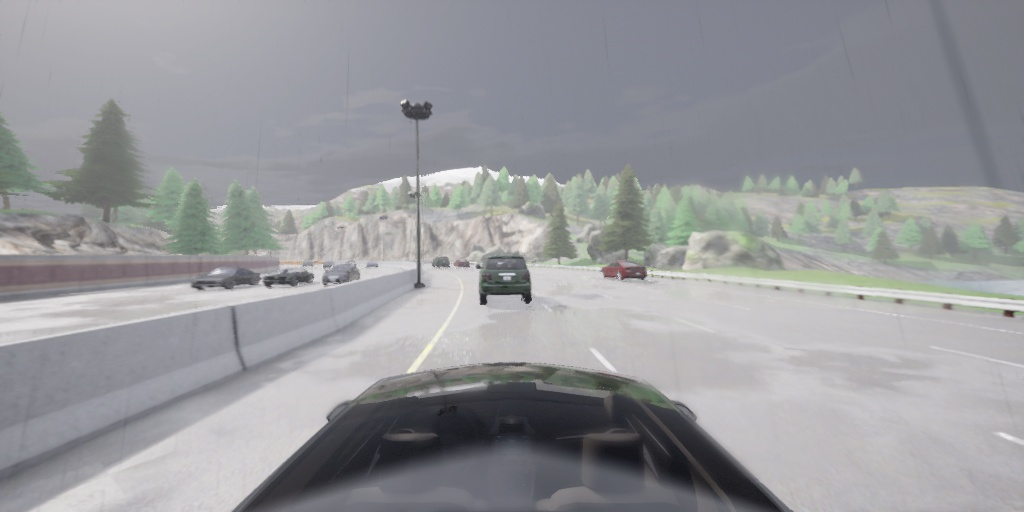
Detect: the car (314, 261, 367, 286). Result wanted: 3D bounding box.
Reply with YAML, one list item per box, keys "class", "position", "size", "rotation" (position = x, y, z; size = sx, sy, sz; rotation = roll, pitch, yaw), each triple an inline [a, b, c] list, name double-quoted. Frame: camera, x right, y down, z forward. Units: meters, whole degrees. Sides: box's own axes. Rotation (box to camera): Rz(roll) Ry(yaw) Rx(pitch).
- class: "car"
  position: [-12.935, 1.400, 27.424]
  size: [2.128, 1.511, 4.902]
  rotation: [-1, 0, -11]

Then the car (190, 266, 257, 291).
- class: "car"
  position: [-19.571, 1.538, 24.950]
  size: [2.033, 1.411, 5.357]
  rotation: [-1, 0, -10]

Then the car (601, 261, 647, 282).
- class: "car"
  position: [8.614, 1.120, 28.076]
  size: [1.882, 1.535, 5.008]
  rotation: [0, 0, -9]

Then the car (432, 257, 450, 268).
- class: "car"
  position: [-12.594, 1.125, 63.277]
  size: [2.150, 2.045, 5.566]
  rotation: [0, 0, -24]

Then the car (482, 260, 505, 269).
- class: "car"
  position: [-3.250, 1.335, 60.285]
  size: [2.033, 1.411, 5.357]
  rotation: [-1, 0, -24]

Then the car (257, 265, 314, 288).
- class: "car"
  position: [-16.268, 1.551, 26.307]
  size: [1.895, 1.301, 4.718]
  rotation: [-1, 0, -10]

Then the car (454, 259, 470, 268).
- class: "car"
  position: [-8.962, 1.336, 63.537]
  size: [1.882, 1.535, 5.008]
  rotation: [0, 0, -23]

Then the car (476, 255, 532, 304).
- class: "car"
  position: [-0.456, 0.975, 16.638]
  size: [2.150, 2.045, 5.566]
  rotation: [0, 0, -6]
